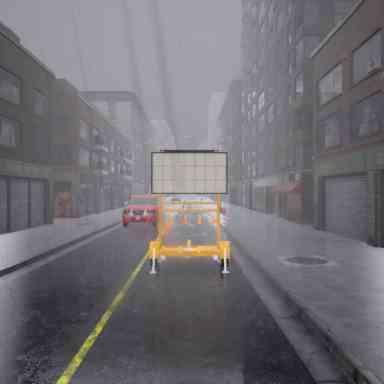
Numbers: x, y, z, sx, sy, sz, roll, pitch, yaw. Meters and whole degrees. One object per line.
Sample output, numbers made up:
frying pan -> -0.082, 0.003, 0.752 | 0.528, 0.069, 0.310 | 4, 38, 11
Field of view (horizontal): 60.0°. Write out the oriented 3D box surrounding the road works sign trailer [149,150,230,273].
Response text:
road works sign trailer -> -0.081, 0.464, 10.627 | 2.380, 3.560, 2.880 | 0, 0, 0

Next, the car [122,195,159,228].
car -> -3.275, 1.219, 22.790 | 2.150, 2.045, 5.566 | 0, 0, 0

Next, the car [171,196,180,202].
car -> -3.560, 1.584, 72.239 | 1.895, 1.301, 4.718 | 0, 0, 0
